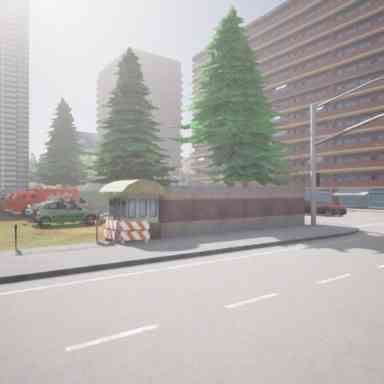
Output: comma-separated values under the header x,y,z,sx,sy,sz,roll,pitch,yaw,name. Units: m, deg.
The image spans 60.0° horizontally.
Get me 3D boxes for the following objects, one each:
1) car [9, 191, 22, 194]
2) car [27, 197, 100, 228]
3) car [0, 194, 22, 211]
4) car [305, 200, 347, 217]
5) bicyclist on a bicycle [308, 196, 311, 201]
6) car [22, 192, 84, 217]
x,y,z,sx,sy,sz,roll,pitch,yaw,name
-26.258,1.204,46.298,3.866,1.878,1.905,0,0,-35,car
-7.965,1.341,21.106,3.988,1.617,1.851,0,0,-35,car
-24.986,1.394,43.773,4.193,1.474,1.816,0,0,-35,car
12.275,1.533,31.902,1.882,1.535,5.008,0,0,-35,car
16.709,1.356,46.520,1.656,1.620,0.582,0,0,-35,bicyclist on a bicycle
-9.978,1.172,25.162,4.605,1.855,1.932,0,0,-35,car
